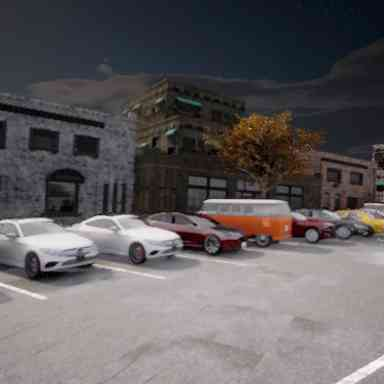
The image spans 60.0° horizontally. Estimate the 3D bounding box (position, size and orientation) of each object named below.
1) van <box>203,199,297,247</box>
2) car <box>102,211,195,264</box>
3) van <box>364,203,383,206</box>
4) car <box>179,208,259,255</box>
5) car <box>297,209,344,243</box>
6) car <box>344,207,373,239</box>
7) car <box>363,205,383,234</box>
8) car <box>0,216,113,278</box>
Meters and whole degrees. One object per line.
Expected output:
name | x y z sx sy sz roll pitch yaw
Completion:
van | 2.211 1.331 15.290 4.442 1.987 1.878 -1 -1 35
car | -2.470 1.535 11.833 4.674 1.452 2.002 -1 -1 35
van | 14.166 1.826 23.721 4.442 1.987 1.878 0 -2 35
car | -0.060 1.546 13.507 4.792 1.488 2.163 -1 -1 35
car | 4.693 1.615 16.918 5.008 1.535 2.097 -1 -2 35
car | 7.083 1.695 18.605 4.892 1.521 2.231 0 -2 35
car | 9.319 1.790 20.386 5.366 1.575 1.946 0 -2 35
car | -4.864 1.521 10.129 4.674 1.452 2.002 -1 -1 35
